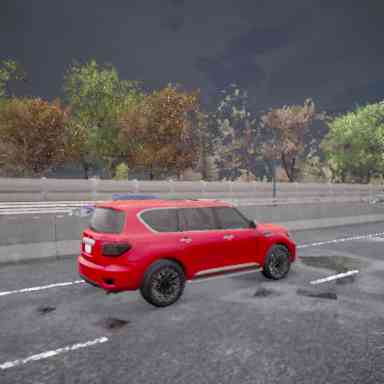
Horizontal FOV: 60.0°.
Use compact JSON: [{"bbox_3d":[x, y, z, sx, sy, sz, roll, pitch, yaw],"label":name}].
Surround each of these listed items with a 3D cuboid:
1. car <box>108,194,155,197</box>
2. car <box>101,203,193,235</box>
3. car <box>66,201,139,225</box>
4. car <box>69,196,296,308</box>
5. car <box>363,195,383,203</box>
[{"bbox_3d":[-4.791,1.193,22.073,5.566,2.045,2.150,0,0,-35],"label":"car"},{"bbox_3d":[-2.554,1.462,19.370,4.902,1.511,2.128,0,0,-36],"label":"car"},{"bbox_3d":[-6.664,1.463,25.036,4.902,1.511,2.128,0,0,-36],"label":"car"},{"bbox_3d":[0.128,1.205,8.141,5.566,2.045,2.150,0,0,-35],"label":"car"},{"bbox_3d":[27.409,1.208,49.292,4.553,1.767,2.097,0,0,-35],"label":"car"}]
